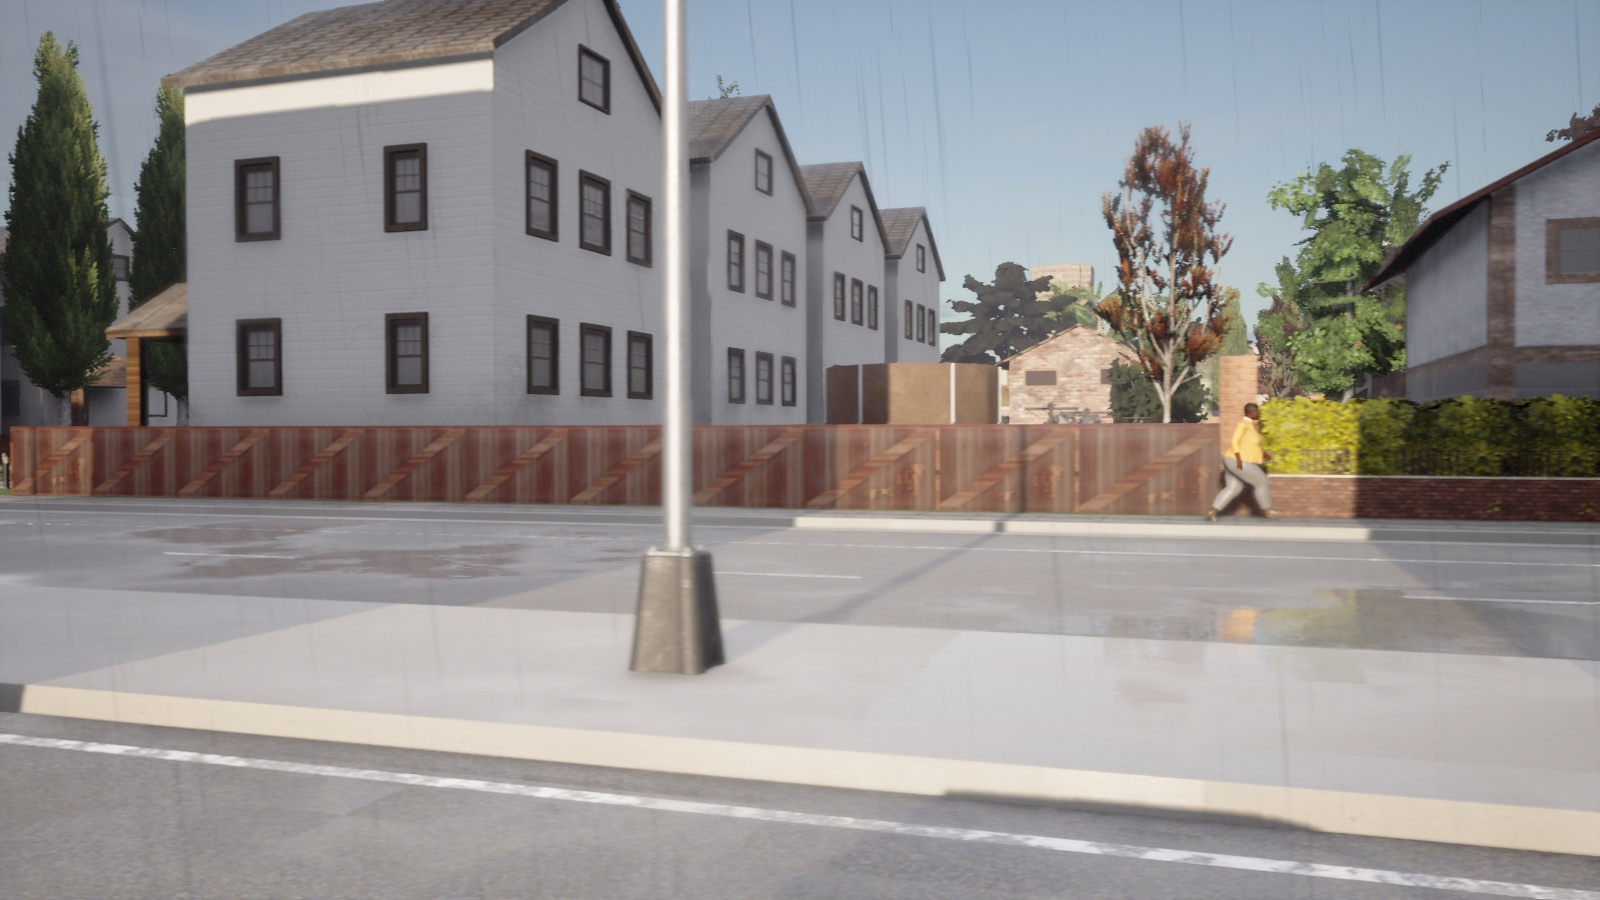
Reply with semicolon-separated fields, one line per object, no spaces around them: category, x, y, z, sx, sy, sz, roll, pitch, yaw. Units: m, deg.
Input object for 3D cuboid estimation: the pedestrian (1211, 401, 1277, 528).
pedestrian;6.665;0.204;18.898;0.900;1.855;0.874;1;1;18
